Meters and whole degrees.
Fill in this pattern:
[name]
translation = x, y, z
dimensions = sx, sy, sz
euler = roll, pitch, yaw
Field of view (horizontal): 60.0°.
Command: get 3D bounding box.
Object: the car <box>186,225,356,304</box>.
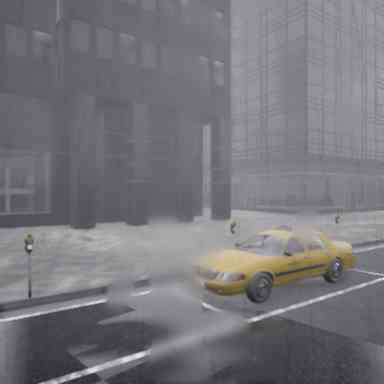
[car]
translation = 2.122, 1.534, 8.164
dimensions = 4.829, 1.417, 1.752
euler = 0, 0, -35
